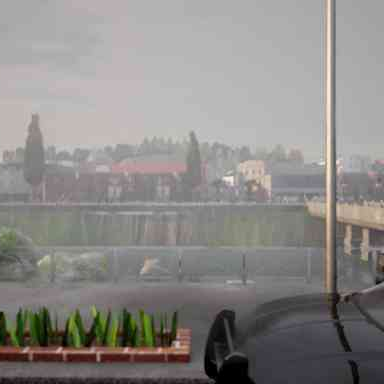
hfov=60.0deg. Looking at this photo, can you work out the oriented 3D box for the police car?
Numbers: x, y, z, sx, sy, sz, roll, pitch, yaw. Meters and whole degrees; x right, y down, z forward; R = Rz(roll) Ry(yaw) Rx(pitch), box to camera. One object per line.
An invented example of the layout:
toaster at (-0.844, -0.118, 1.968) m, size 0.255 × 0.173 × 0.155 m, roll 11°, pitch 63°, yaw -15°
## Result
police car at (2.736, 1.375, 2.944) m, size 5.238 × 1.638 × 1.930 m, roll 0°, pitch 4°, yaw 0°
